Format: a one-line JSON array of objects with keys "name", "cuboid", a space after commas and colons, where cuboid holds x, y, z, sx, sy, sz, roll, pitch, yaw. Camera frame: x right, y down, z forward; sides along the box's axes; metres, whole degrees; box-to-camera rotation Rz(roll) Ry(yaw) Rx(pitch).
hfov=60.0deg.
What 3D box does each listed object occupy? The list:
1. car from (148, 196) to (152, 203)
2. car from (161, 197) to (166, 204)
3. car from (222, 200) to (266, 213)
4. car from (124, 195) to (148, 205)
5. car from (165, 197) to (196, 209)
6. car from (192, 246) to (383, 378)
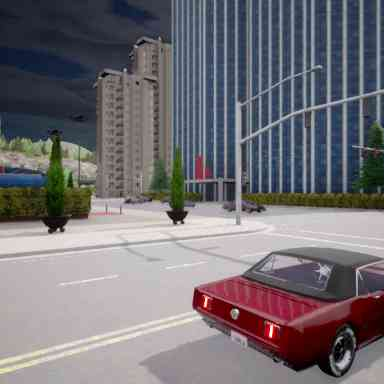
[{"name": "car", "cuboid": [-10.225, 1.511, 70.692, 2.128, 1.511, 4.902, 0, 0, -36]}, {"name": "car", "cuboid": [-4.049, 1.491, 62.305, 2.128, 1.511, 4.902, 0, 0, -36]}, {"name": "car", "cuboid": [5.648, 1.547, 36.744, 2.033, 1.411, 5.357, 0, 0, -36]}, {"name": "car", "cuboid": [-10.187, 1.351, 58.601, 2.097, 1.767, 4.553, 0, 0, -36]}, {"name": "car", "cuboid": [-1.393, 1.525, 46.439, 1.812, 1.442, 4.674, 0, 0, -36]}, {"name": "car", "cuboid": [2.422, 1.601, 5.540, 4.718, 1.301, 1.895, 0, 0, -35]}]
